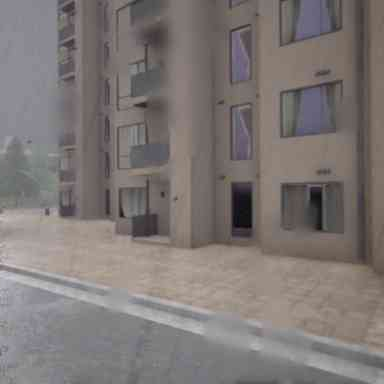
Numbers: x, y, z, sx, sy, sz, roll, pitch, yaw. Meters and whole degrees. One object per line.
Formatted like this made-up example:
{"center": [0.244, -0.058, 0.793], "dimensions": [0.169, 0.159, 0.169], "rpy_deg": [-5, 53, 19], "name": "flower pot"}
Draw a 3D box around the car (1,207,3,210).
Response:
{"center": [-21.500, 1.606, 33.144], "dimensions": [1.882, 1.535, 5.008], "rpy_deg": [-1, 0, 36], "name": "car"}
